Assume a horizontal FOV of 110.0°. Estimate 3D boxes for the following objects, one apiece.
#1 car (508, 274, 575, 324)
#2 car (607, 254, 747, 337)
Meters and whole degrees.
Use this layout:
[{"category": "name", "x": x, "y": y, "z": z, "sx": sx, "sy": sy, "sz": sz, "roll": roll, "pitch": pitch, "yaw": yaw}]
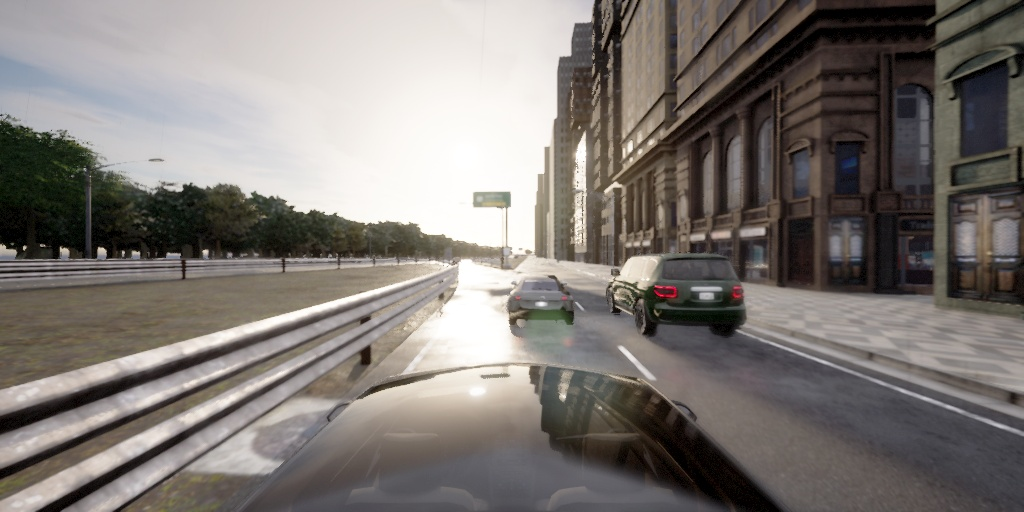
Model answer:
[{"category": "car", "x": 0.908, "y": 1.299, "z": 11.958, "sx": 1.994, "sy": 1.385, "sz": 4.181, "roll": 0, "pitch": 0, "yaw": 3}, {"category": "car", "x": 4.337, "y": 0.957, "z": 10.438, "sx": 2.150, "sy": 2.045, "sz": 5.566, "roll": 0, "pitch": 0, "yaw": 3}]
